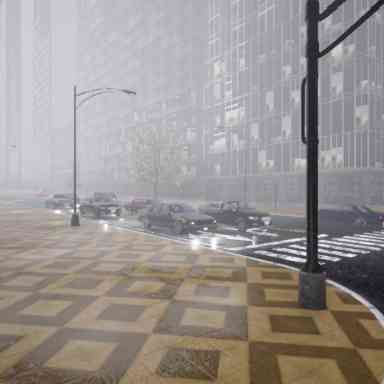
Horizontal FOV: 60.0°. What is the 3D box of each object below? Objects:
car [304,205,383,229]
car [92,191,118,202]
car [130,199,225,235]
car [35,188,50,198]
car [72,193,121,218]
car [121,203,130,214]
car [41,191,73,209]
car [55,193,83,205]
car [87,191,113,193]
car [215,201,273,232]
[{"bbox_3d":[9.323,1.412,20.268,1.895,1.301,4.718,0,1,-38],"label":"car"},{"bbox_3d":[-12.855,0.650,48.961,1.837,1.490,4.892,0,1,-38],"label":"car"},{"bbox_3d":[-0.993,1.292,17.673,2.033,1.411,5.357,0,1,-38],"label":"car"},{"bbox_3d":[-28.496,0.111,63.717,2.097,1.767,4.553,0,1,-38],"label":"car"},{"bbox_3d":[-7.068,1.056,25.414,2.128,1.511,4.902,0,1,-38],"label":"car"},{"bbox_3d":[-3.436,1.194,26.048,1.895,1.301,4.718,0,1,-38],"label":"car"},{"bbox_3d":[-13.402,0.902,33.517,1.812,1.442,4.674,0,1,-38],"label":"car"},{"bbox_3d":[-15.310,0.803,41.280,1.994,1.385,4.181,0,1,-38],"label":"car"},{"bbox_3d":[-9.402,0.767,33.672,2.097,1.767,4.553,0,1,-38],"label":"car"},{"bbox_3d":[2.289,1.254,18.757,2.128,1.511,4.902,0,1,-38],"label":"car"}]
